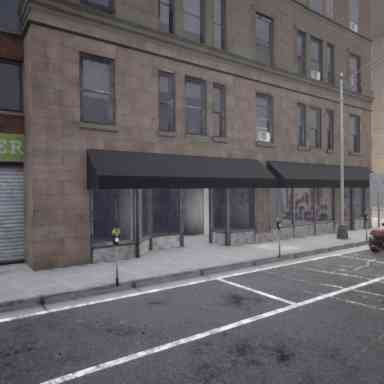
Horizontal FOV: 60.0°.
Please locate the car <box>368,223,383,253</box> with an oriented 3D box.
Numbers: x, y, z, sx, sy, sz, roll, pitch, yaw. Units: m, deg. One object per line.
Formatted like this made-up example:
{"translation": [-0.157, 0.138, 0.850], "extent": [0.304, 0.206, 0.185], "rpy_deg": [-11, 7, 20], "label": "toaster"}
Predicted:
{"translation": [8.427, 1.542, 12.596], "extent": [4.507, 1.381, 1.887], "rpy_deg": [0, -1, -36], "label": "car"}
